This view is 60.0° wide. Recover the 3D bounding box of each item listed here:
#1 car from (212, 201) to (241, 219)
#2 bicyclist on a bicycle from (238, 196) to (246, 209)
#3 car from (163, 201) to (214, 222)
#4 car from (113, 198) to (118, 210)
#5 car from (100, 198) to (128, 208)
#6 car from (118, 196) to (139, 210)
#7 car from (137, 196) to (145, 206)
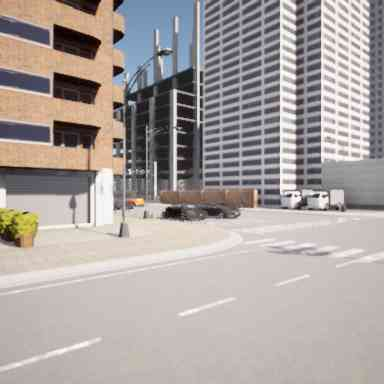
[{"bbox_3d":[2.199,1.570,29.713,1.837,1.490,4.892,0,0,-41],"label":"car"},{"bbox_3d":[6.466,1.372,43.160,1.656,1.620,0.582,0,0,-41],"label":"bicyclist on a bicycle"},{"bbox_3d":[-0.558,1.628,27.553,1.994,1.385,4.181,0,0,-40],"label":"car"},{"bbox_3d":[-11.102,1.590,39.918,1.812,1.442,4.674,0,0,-41],"label":"car"},{"bbox_3d":[-12.384,1.615,52.303,2.033,1.411,5.357,0,0,-41],"label":"car"},{"bbox_3d":[-9.187,1.629,43.065,1.994,1.385,4.181,0,0,-40],"label":"car"},{"bbox_3d":[-9.704,1.421,54.555,2.097,1.767,4.553,0,0,-41],"label":"car"}]
